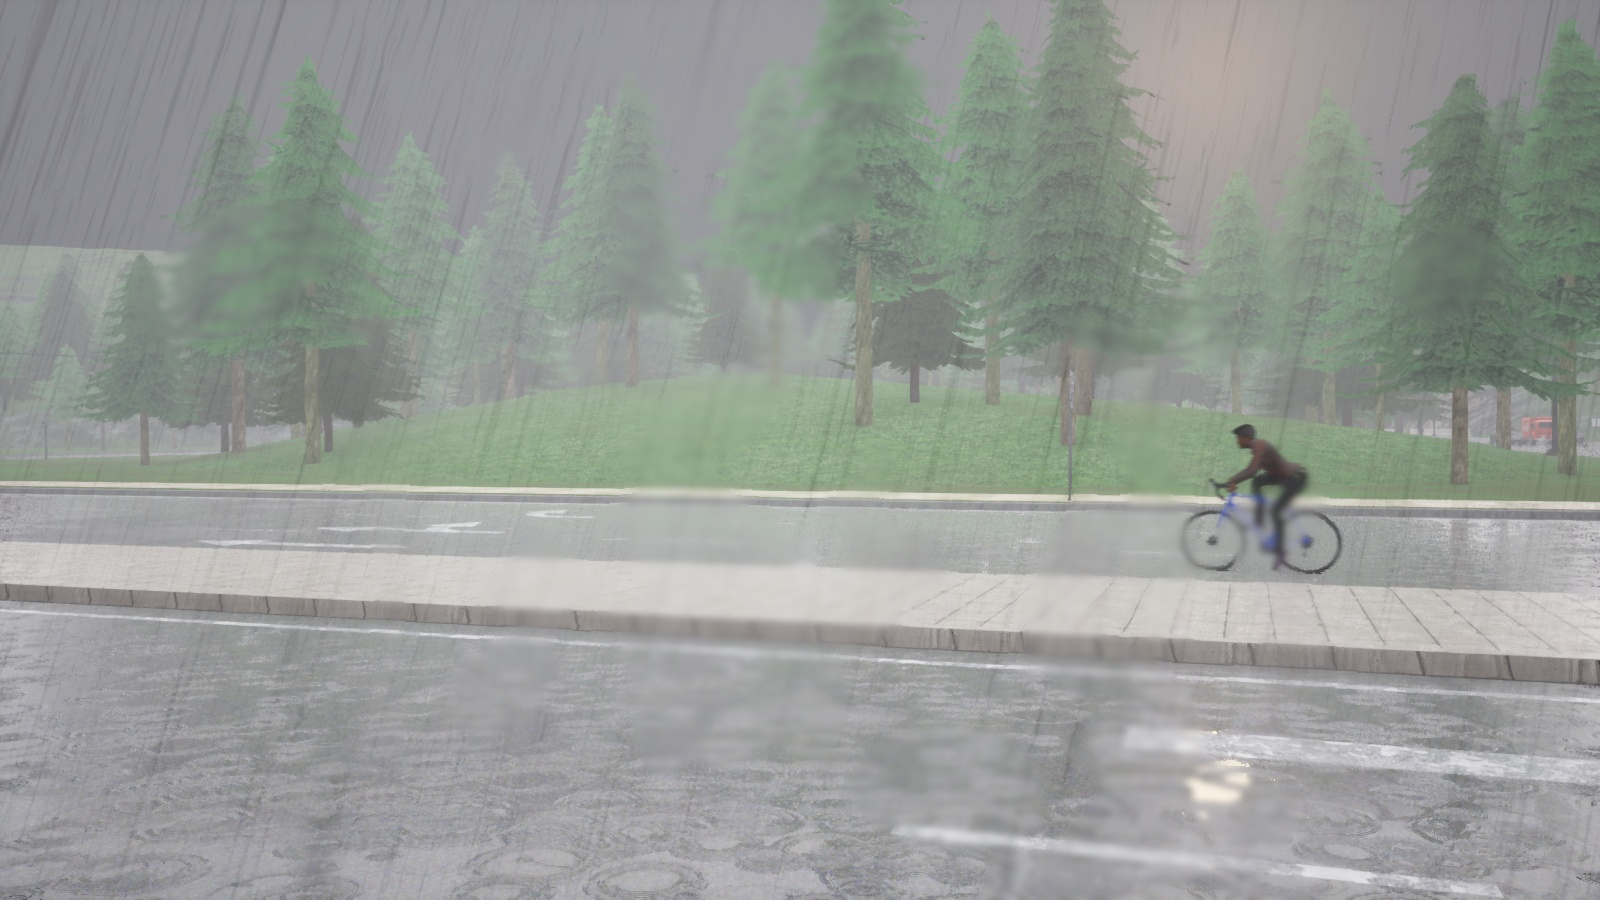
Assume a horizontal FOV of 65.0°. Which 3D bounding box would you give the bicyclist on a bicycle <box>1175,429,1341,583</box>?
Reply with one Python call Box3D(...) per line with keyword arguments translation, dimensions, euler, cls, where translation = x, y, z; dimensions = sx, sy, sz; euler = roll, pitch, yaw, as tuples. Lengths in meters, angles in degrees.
Box3D(translation=(4.953, 0.579, 13.657), dimensions=(1.656, 1.620, 0.582), euler=(0, 1, 19), cls="bicyclist on a bicycle")
